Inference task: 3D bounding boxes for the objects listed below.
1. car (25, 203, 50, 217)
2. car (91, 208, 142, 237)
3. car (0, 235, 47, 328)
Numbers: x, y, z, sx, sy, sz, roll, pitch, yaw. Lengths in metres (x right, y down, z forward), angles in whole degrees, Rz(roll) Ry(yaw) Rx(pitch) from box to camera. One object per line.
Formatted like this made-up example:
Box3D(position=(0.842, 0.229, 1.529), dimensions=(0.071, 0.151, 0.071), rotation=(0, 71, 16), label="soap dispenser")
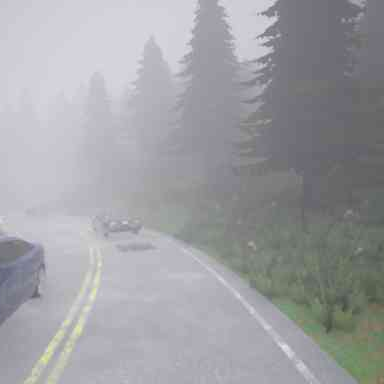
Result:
Box3D(position=(-17.676, 1.983, 37.916), dimensions=(2.128, 1.511, 4.902), rotation=(-4, 1, -37), label="car")
Box3D(position=(-4.388, 1.593, 18.738), dimensions=(2.033, 1.411, 5.357), rotation=(-3, 1, -26), label="car")
Box3D(position=(-3.954, 1.541, 5.683), dimensions=(1.882, 1.535, 5.008), rotation=(-1, 0, -10), label="car")
